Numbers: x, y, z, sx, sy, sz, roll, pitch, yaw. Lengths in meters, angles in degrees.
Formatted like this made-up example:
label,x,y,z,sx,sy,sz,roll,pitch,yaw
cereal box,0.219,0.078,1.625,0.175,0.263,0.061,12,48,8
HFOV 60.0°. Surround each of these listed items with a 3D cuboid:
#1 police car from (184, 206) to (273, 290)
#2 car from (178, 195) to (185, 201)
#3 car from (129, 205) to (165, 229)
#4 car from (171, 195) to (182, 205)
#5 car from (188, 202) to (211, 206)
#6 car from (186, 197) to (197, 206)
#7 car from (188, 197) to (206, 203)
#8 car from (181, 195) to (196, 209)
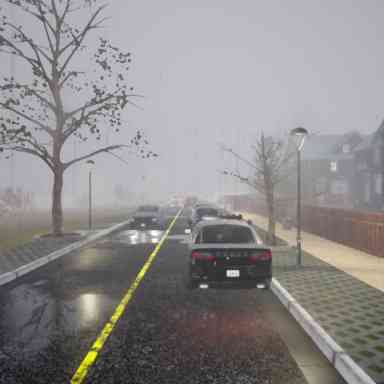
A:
label,x,y,z,sx,sy,sz,roll,pitch,yaw
police car,0.820,1.425,9.240,1.930,1.638,5.238,0,0,0
car,-2.803,1.596,88.966,1.812,1.442,4.674,0,0,0
car,-2.863,1.549,22.151,2.033,1.411,5.357,0,0,0
car,-2.848,1.508,62.042,1.882,1.535,5.008,0,0,0
car,0.814,1.527,19.130,1.812,1.442,4.674,0,0,0
car,-0.034,1.550,56.959,1.812,1.442,4.674,0,0,0
car,0.810,1.459,25.320,1.801,1.575,5.366,0,0,0
car,-0.008,1.367,45.868,2.097,1.767,4.553,0,0,0
